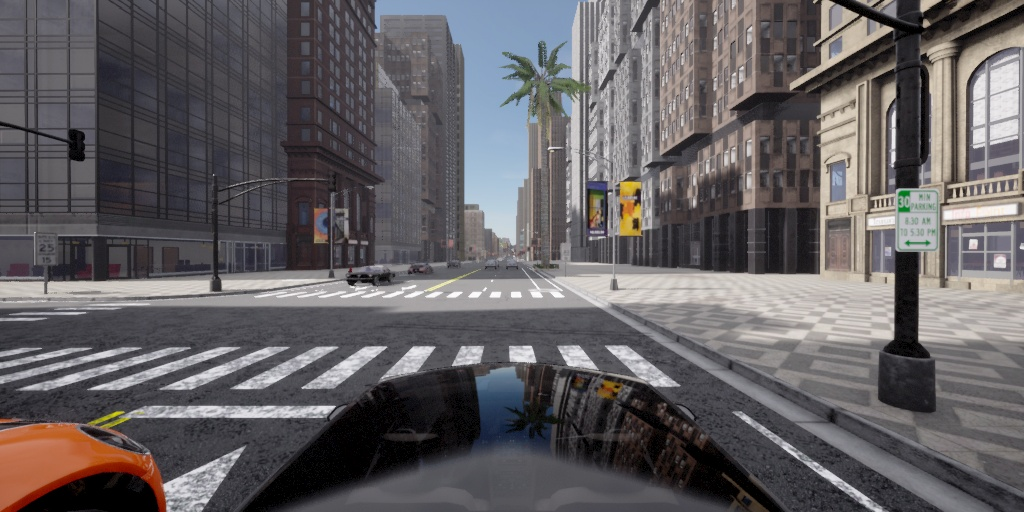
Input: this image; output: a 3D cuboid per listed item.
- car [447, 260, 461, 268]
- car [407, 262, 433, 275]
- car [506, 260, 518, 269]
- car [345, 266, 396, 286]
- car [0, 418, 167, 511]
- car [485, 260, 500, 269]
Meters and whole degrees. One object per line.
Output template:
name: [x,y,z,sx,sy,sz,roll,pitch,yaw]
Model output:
car: [-9.725,1.344,60.678,2.033,1.411,5.357,0,0,0]
car: [-9.831,1.326,38.764,1.994,1.385,4.181,0,0,0]
car: [0.024,1.334,55.734,2.033,1.411,5.357,0,0,0]
car: [-9.840,1.356,25.262,1.895,1.301,4.718,0,0,0]
car: [-3.150,1.102,0.256,2.097,1.767,4.553,0,0,0]
car: [-3.226,1.334,55.736,2.033,1.411,5.357,0,0,0]
